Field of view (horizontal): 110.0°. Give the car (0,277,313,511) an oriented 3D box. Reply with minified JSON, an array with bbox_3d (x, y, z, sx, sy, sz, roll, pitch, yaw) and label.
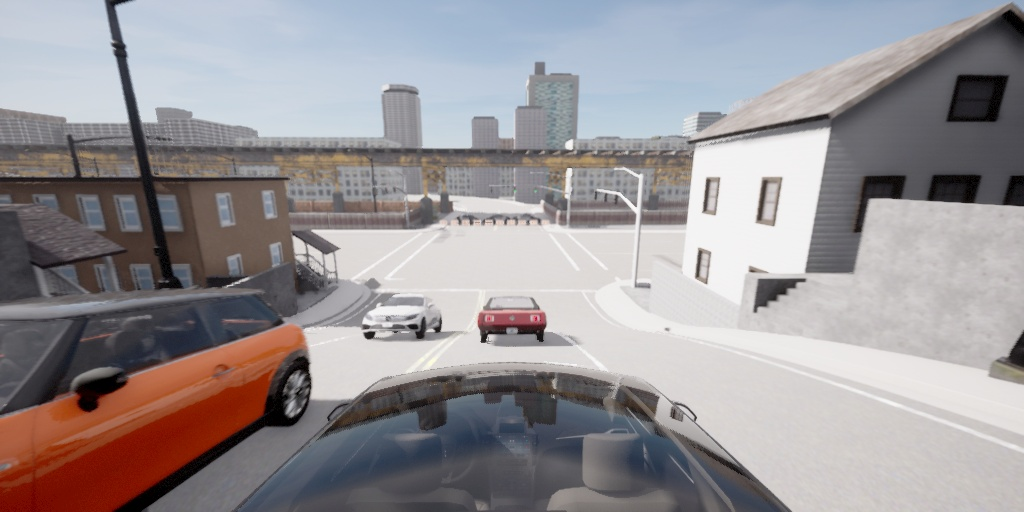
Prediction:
[{"bbox_3d":[-3.620,1.119,2.728,2.097,1.767,4.553,0,-1,0],"label":"car"}]

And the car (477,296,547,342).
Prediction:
[{"bbox_3d":[-0.018,1.979,11.686,1.895,1.301,4.718,0,-7,-1],"label":"car"}]

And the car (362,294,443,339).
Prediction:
[{"bbox_3d":[-3.673,2.090,12.856,1.812,1.442,4.674,0,-8,-1],"label":"car"}]
